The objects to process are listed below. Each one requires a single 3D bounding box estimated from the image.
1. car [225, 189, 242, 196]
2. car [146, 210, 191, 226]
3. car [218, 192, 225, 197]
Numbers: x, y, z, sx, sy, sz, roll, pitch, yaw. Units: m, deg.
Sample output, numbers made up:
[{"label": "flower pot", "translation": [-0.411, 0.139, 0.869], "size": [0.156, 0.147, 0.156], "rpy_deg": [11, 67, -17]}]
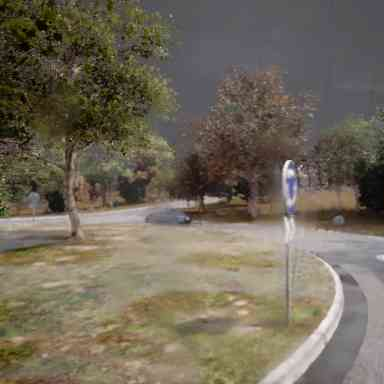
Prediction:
[{"label": "car", "translation": [11.756, 0.160, 90.123], "size": [2.150, 2.045, 5.566], "rpy_deg": [-1, 3, 33]}, {"label": "car", "translation": [-2.128, 2.304, 29.993], "size": [4.181, 1.385, 1.994], "rpy_deg": [-1, -2, 30]}, {"label": "car", "translation": [8.927, 0.618, 92.187], "size": [1.895, 1.301, 4.718], "rpy_deg": [-1, 3, 33]}]
